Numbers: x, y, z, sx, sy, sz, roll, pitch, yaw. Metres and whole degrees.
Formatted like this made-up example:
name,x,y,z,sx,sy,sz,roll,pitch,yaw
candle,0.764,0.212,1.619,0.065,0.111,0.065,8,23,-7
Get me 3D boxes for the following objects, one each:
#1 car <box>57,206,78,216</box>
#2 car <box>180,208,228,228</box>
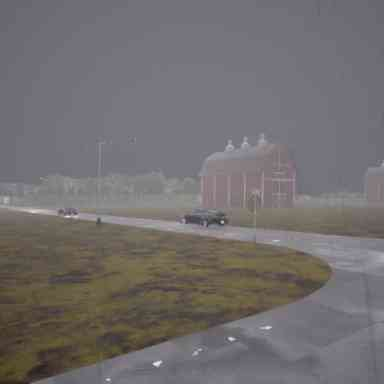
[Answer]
name,x,y,z,sx,sy,sz,roll,pitch,yaw
car,-18.778,2.781,49.893,2.033,1.411,5.357,1,-2,-36
car,0.904,2.079,27.331,1.837,1.490,4.892,3,-3,-36
